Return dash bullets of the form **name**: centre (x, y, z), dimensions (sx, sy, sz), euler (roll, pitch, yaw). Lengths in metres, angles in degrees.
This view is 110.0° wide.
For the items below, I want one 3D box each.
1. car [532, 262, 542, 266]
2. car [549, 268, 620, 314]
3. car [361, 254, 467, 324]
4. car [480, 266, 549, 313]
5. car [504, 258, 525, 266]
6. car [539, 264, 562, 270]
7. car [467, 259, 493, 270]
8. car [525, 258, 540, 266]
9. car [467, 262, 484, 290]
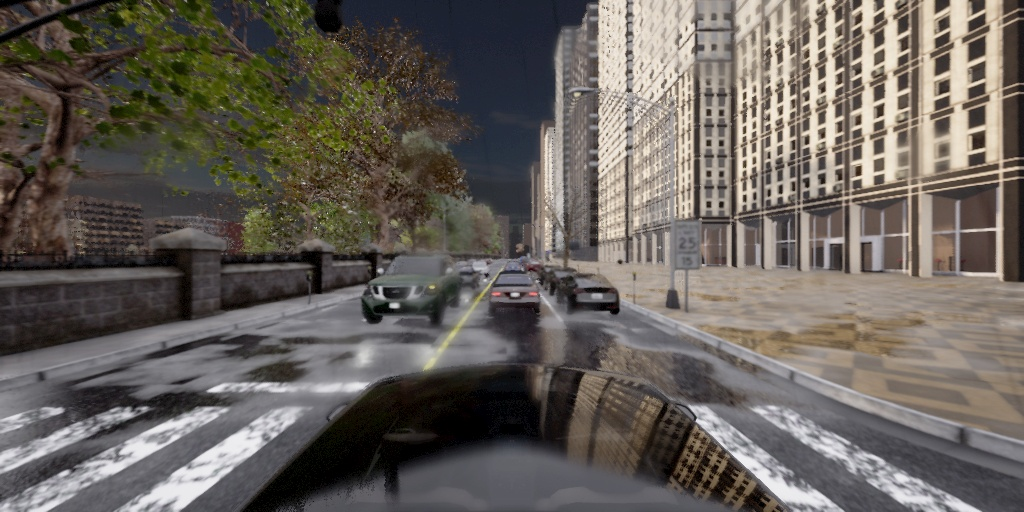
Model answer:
- **car**: centre (2.693, 1.281, 24.643), dimensions (1.948, 1.339, 4.313), euler (0, 0, 0)
- **car**: centre (2.690, 1.297, 13.378), dimensions (1.948, 1.339, 4.313), euler (0, 0, 0)
- **car**: centre (-3.093, 0.954, 12.262), dimensions (2.150, 2.045, 5.566), euler (0, 0, 0)
- **car**: centre (0.100, 1.278, 13.943), dimensions (2.033, 1.411, 5.357), euler (0, 0, 0)
- **car**: centre (0.106, 1.246, 39.657), dimensions (2.033, 1.411, 5.357), euler (0, 0, 0)
- **car**: centre (2.692, 1.289, 19.011), dimensions (1.948, 1.339, 4.313), euler (0, 0, 0)
- **car**: centre (-3.060, 1.230, 33.733), dimensions (1.812, 1.442, 4.674), euler (0, 0, 0)
- **car**: centre (2.696, 1.242, 41.541), dimensions (1.888, 1.381, 4.507), euler (0, 0, 0)
- **car**: centre (-3.078, 1.282, 22.240), dimensions (1.994, 1.385, 4.181), euler (0, 0, 0)
